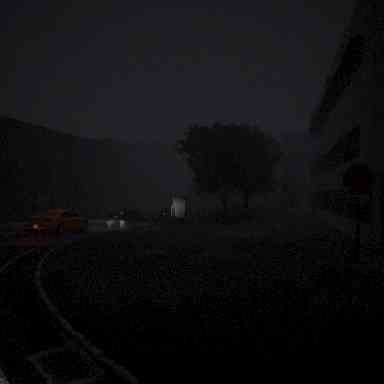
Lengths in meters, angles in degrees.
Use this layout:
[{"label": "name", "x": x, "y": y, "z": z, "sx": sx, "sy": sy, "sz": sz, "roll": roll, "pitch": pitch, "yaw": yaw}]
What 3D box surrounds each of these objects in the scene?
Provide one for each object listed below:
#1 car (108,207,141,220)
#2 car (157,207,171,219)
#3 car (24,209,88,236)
[{"label": "car", "x": -7.542, "y": 2.405, "z": 37.661, "sx": 1.895, "sy": 1.301, "sz": 4.718, "roll": 1, "pitch": -2, "yaw": 16}, {"label": "car", "x": -2.714, "y": 2.597, "z": 41.011, "sx": 1.994, "sy": 1.385, "sz": 4.181, "roll": 1, "pitch": -2, "yaw": 16}, {"label": "car", "x": -8.267, "y": 1.817, "z": 20.763, "sx": 1.882, "sy": 1.535, "sz": 5.008, "roll": 1, "pitch": -2, "yaw": 8}]
